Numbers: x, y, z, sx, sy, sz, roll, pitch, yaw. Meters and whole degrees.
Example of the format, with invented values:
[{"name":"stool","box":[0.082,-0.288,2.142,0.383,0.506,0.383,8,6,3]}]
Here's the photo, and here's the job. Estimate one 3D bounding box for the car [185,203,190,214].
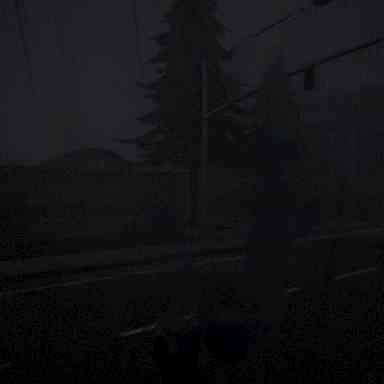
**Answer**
[{"name":"car","box":[-1.540,1.522,32.321,1.812,1.442,4.674,0,0,-36]}]
